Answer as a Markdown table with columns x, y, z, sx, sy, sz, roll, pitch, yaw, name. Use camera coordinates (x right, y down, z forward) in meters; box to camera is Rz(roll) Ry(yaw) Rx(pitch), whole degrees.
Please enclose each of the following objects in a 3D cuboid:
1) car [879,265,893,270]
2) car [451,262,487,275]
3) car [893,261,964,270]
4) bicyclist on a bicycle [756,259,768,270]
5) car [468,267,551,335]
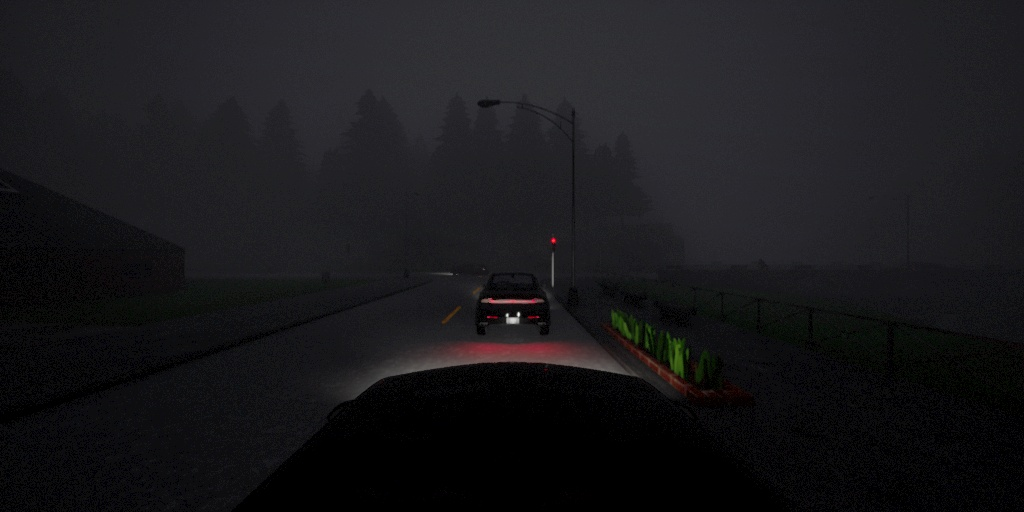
| x | y | z | sx | sy | sz | roll | pitch | yaw | name |
| --- | --- | --- | --- | --- | --- | --- | --- | --- | --- |
| 43.019 | 1.261 | 38.753 | 5.357 | 1.411 | 2.033 | 0 | 0 | 1 | car |
| -4.363 | 1.280 | 36.695 | 4.181 | 1.385 | 1.994 | 0 | 0 | 40 | car |
| 40.474 | 1.318 | 34.696 | 4.718 | 1.301 | 1.895 | 0 | 0 | 0 | car |
| 21.231 | 1.071 | 30.455 | 0.582 | 1.620 | 1.656 | 0 | 0 | 0 | bicyclist on a bicycle |
| 0.026 | 1.233 | 10.448 | 2.128 | 1.511 | 4.902 | 0 | 0 | 0 | car |
